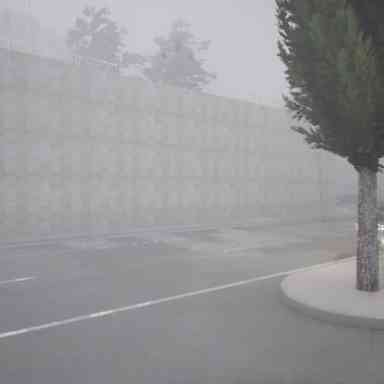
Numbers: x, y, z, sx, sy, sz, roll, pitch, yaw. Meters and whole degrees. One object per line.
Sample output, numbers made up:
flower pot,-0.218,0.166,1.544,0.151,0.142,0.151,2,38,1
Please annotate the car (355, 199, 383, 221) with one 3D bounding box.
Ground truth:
car,13.729,1.404,23.306,4.181,1.385,1.994,0,0,-35

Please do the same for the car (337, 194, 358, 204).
car,19.849,0.909,39.545,1.895,1.301,4.718,0,5,-34
